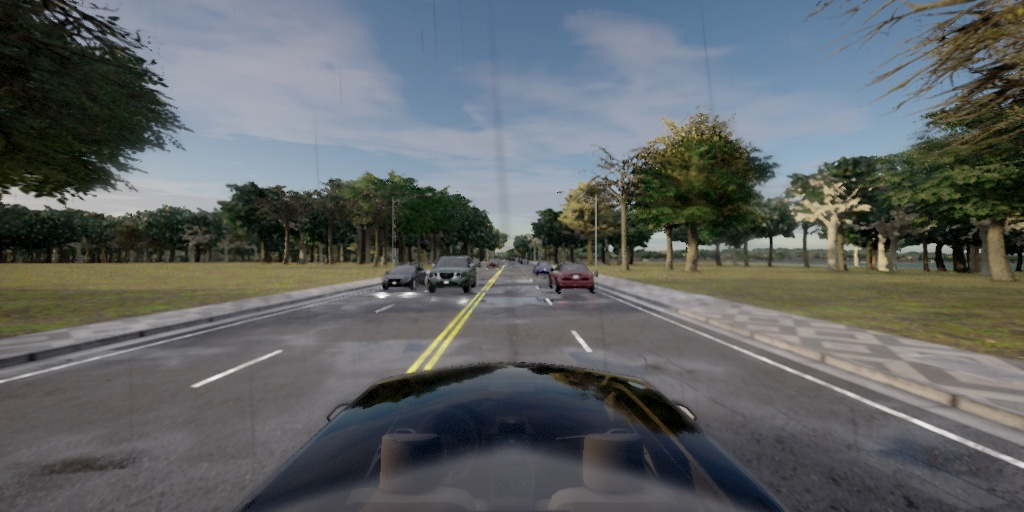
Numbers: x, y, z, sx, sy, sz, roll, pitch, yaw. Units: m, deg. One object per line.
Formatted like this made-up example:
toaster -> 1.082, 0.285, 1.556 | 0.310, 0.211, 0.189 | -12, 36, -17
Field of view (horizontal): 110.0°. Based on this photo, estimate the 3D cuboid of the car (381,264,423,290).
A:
car -> -6.599, 1.269, 22.525 | 1.837, 1.490, 4.892 | 0, 0, 0

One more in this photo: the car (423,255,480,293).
car -> -3.347, 0.984, 21.025 | 2.150, 2.045, 5.566 | 0, 0, 0

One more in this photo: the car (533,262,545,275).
car -> 3.354, 1.346, 38.846 | 1.994, 1.385, 4.181 | 0, 0, 0

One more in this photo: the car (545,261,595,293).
car -> 3.350, 1.114, 20.904 | 2.097, 1.767, 4.553 | 0, 0, 0

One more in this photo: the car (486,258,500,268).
car -> -3.286, 1.179, 62.463 | 2.097, 1.767, 4.553 | 0, 0, 1
